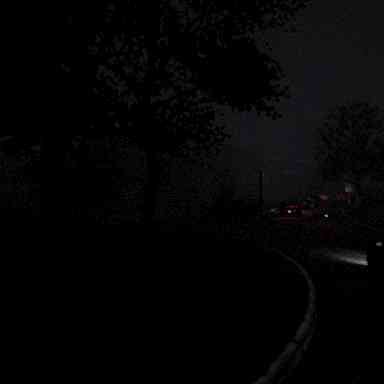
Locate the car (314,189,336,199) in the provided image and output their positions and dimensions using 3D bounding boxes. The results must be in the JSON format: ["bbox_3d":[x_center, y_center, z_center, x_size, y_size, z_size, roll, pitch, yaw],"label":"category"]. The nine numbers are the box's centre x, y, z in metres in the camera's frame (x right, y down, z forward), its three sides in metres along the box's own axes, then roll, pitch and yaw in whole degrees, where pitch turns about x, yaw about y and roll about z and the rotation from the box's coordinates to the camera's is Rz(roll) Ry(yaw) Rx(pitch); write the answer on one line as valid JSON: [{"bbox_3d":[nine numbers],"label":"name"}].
[{"bbox_3d":[23.094,0.793,57.797,1.882,1.535,5.008,0,1,33],"label":"car"}]

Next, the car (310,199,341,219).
[{"bbox_3d":[11.312,1.538,28.244,1.895,1.301,4.718,0,1,19],"label":"car"}]

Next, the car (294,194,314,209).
[{"bbox_3d":[13.222,1.282,40.440,1.994,1.385,4.181,0,1,27],"label":"car"}]

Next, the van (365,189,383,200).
[{"bbox_3d":[33.446,0.410,59.290,4.442,1.987,1.878,0,1,34],"label":"van"}]

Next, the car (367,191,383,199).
[{"bbox_3d":[36.407,0.536,63.884,4.674,1.452,2.002,0,2,35],"label":"car"}]

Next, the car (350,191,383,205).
[{"bbox_3d":[24.682,1.004,45.545,4.892,1.521,2.231,0,1,32],"label":"car"}]

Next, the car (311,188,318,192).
[{"bbox_3d":[28.347,0.269,81.120,2.163,1.488,4.792,0,2,38],"label":"car"}]

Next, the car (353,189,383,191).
[{"bbox_3d":[26.159,0.820,47.867,4.553,1.767,2.185,0,1,32],"label":"car"}]

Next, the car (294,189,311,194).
[{"bbox_3d":[25.103,0.386,76.688,2.097,1.535,5.008,0,2,36],"label":"car"}]

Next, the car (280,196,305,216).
[{"bbox_3d":[9.295,1.408,31.175,1.837,1.490,4.892,0,1,20],"label":"car"}]

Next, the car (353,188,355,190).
[{"bbox_3d":[29.040,0.576,52.550,5.566,2.045,2.435,0,1,32],"label":"car"}]

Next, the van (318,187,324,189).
[{"bbox_3d":[31.664,-0.134,85.446,1.878,1.987,4.442,0,1,39],"label":"van"}]

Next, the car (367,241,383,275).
[{"bbox_3d":[5.473,1.561,7.354,2.033,1.411,5.357,0,0,15],"label":"car"}]

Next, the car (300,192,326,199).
[{"bbox_3d":[17.962,1.074,49.295,2.033,1.411,5.357,0,1,32],"label":"car"}]

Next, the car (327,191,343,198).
[{"bbox_3d":[28.474,0.509,66.096,1.895,1.301,4.718,0,2,35],"label":"car"}]

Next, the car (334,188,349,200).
[{"bbox_3d":[26.040,0.656,56.558,2.097,1.767,4.553,0,1,32],"label":"car"}]
